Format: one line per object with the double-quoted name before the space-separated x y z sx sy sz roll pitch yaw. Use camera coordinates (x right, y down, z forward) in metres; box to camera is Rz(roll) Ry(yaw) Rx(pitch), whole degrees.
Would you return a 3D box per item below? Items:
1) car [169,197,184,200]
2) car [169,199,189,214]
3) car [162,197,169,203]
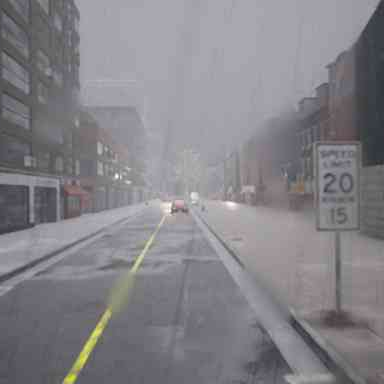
"car" -1.860 1.539 48.819 2.097 1.767 4.553 -1 0 -2
"car" -1.357 1.741 36.722 1.895 1.301 4.718 -1 0 -2
"car" -5.855 1.783 76.682 1.994 1.385 4.181 -1 0 -2
